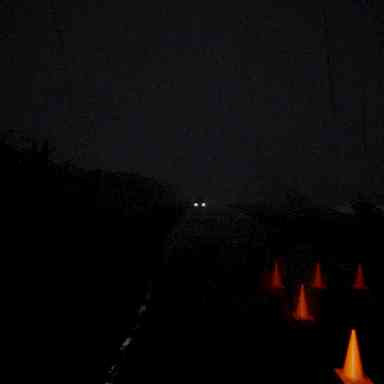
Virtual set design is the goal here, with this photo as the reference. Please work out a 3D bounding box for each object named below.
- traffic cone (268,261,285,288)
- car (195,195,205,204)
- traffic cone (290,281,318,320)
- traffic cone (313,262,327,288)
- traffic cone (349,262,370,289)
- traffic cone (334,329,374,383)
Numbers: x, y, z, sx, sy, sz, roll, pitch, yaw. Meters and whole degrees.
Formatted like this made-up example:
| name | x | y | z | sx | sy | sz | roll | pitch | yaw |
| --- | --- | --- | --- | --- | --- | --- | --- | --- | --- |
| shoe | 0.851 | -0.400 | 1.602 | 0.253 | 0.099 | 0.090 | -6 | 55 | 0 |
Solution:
| name | x | y | z | sx | sy | sz | roll | pitch | yaw |
| --- | --- | --- | --- | --- | --- | --- | --- | --- | --- |
| traffic cone | 2.054 | 1.982 | 8.080 | 0.340 | 0.580 | 0.340 | 1 | 0 | 1 |
| car | 1.606 | 1.504 | 68.956 | 2.097 | 1.767 | 4.553 | 1 | 0 | 1 |
| traffic cone | 2.017 | 1.980 | 6.081 | 0.340 | 0.580 | 0.340 | 1 | 0 | 1 |
| traffic cone | 3.054 | 1.993 | 8.062 | 0.340 | 0.580 | 0.340 | 1 | 0 | 1 |
| traffic cone | 4.054 | 2.003 | 8.043 | 0.340 | 0.580 | 0.340 | 1 | 0 | 1 |
| traffic cone | 1.980 | 1.979 | 4.081 | 0.340 | 0.580 | 0.340 | 1 | 0 | 1 |
